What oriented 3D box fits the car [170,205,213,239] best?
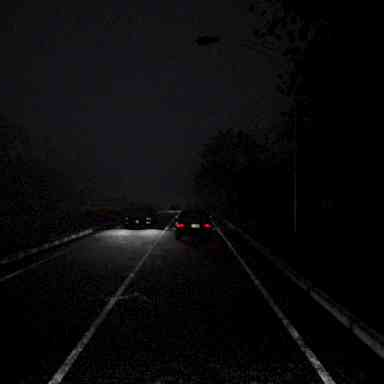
[{"bbox_3d":[0.093,1.607,17.567,2.033,1.411,5.357,0,-1,0],"label":"car"}]

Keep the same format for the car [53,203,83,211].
[{"bbox_3d":[-23.415,2.760,62.842,4.892,1.521,2.231,0,-2,0],"label":"car"}]

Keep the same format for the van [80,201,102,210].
[{"bbox_3d":[-23.302,3.055,76.542,4.442,1.987,1.878,0,-3,0],"label":"van"}]

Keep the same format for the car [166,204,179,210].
[{"bbox_3d":[-3.281,2.915,63.700,1.895,1.301,4.718,0,-2,0],"label":"car"}]

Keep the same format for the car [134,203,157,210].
[{"bbox_3d":[-10.368,3.193,73.761,4.792,1.488,2.163,0,-3,0],"label":"car"}]

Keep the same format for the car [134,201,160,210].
[{"bbox_3d":[-10.367,3.030,76.523,5.566,2.045,2.435,0,-3,0],"label":"car"}]

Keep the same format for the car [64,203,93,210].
[{"bbox_3d":[-23.235,2.961,68.380,5.366,1.575,1.946,0,-2,0],"label":"car"}]

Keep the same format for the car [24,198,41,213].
[{"bbox_3d":[-23.453,1.799,43.476,5.566,2.045,2.435,0,-2,0],"label":"car"}]

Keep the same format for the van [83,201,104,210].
[{"bbox_3d":[-23.534,3.209,79.441,4.442,1.987,1.878,0,-3,0],"label":"van"}]

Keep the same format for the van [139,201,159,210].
[{"bbox_3d":[-10.221,3.202,79.294,4.442,1.987,1.878,0,-3,0],"label":"van"}]

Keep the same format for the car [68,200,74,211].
[{"bbox_3d":[-23.417,2.550,57.180,5.008,1.535,2.097,0,-2,0],"label":"car"}]

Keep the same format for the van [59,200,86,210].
[{"bbox_3d":[-23.538,2.636,65.619,4.442,1.987,1.878,0,-2,0],"label":"van"}]

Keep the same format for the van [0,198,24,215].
[{"bbox_3d":[-23.544,1.735,40.584,4.442,1.987,1.878,0,-2,0],"label":"van"}]

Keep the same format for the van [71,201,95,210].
[{"bbox_3d":[-23.302,2.841,71.155,4.442,1.987,1.878,0,-2,0],"label":"van"}]

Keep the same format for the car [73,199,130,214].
[{"bbox_3d":[-10.162,1.876,37.704,5.366,1.575,1.946,0,-2,0],"label":"car"}]

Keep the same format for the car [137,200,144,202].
[{"bbox_3d":[-10.316,1.989,48.796,5.566,2.045,2.435,0,-2,0],"label":"car"}]

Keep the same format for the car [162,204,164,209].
[{"bbox_3d":[-10.331,3.722,84.826,5.008,1.535,2.097,0,-3,0],"label":"car"}]

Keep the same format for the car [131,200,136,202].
[{"bbox_3d":[-10.352,2.045,43.242,5.008,1.535,2.097,0,-2,0],"label":"car"}]

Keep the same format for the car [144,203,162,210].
[{"bbox_3d":[-10.304,3.744,87.606,4.553,1.767,2.185,0,-3,0],"label":"car"}]

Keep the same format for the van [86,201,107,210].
[{"bbox_3d":[-23.534,3.350,82.082,4.442,1.987,1.878,0,-3,0],"label":"van"}]

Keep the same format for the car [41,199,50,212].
[{"bbox_3d":[-23.240,2.144,46.234,5.366,1.575,1.946,0,-2,0],"label":"car"}]

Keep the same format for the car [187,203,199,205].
[{"bbox_3d":[0.088,1.949,36.903,2.033,1.411,5.357,0,-2,0],"label":"car"}]

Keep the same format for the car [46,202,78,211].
[{"bbox_3d":[-23.417,2.657,60.074,5.008,1.535,2.097,0,-2,0],"label":"car"}]

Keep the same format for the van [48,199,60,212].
[{"bbox_3d":[-23.540,2.124,51.777,4.442,1.987,1.878,0,-2,0],"label":"van"}]

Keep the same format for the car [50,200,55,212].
[{"bbox_3d":[-23.418,2.248,49.000,4.892,1.521,2.231,0,-2,0],"label":"car"}]

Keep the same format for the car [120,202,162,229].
[{"bbox_3d":[-3.356,1.627,22.845,1.837,1.490,4.892,0,-1,0],"label":"car"}]

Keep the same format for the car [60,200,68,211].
[{"bbox_3d":[-23.392,2.326,54.541,4.553,1.767,2.185,0,-2,0],"label":"car"}]
